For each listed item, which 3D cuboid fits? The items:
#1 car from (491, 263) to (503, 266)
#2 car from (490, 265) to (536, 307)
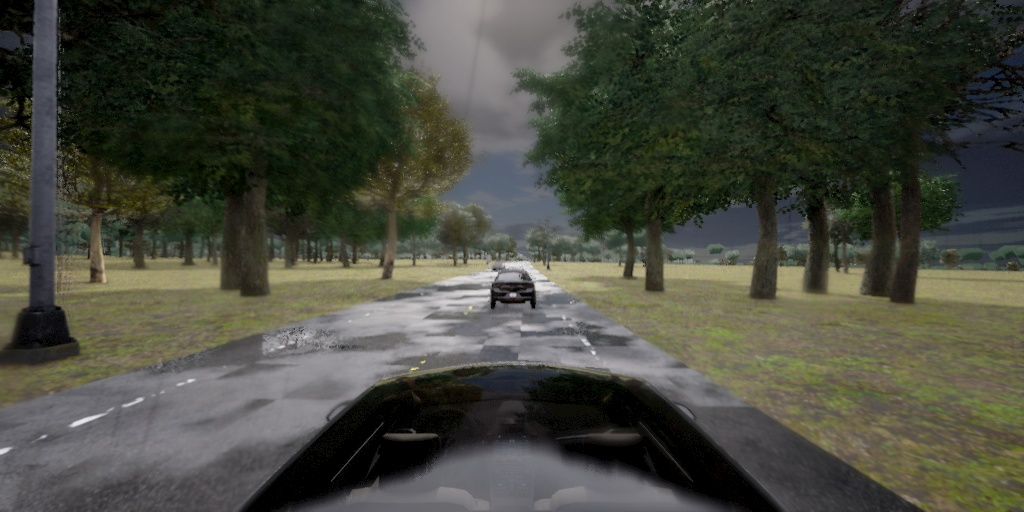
[{"bbox_3d":[-2.337,1.852,58.967,1.837,1.490,4.892,0,-1,3],"label":"car"},{"bbox_3d":[0.070,1.369,16.301,1.882,1.535,5.008,0,0,1],"label":"car"}]
